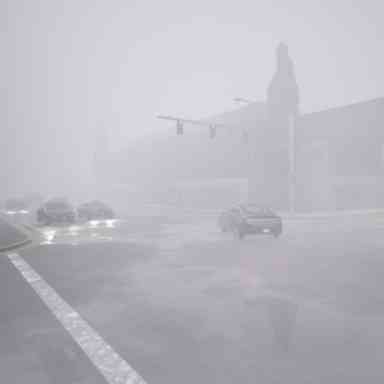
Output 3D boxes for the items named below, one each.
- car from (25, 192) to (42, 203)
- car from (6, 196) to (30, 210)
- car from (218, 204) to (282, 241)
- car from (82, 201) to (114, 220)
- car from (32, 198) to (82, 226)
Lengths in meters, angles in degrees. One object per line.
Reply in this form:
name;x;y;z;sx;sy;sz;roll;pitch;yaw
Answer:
car;-25.469;1.064;53.323;2.150;2.045;5.566;-1;0;-34
car;-22.170;1.513;41.974;1.895;1.301;4.718;-1;1;-34
car;2.596;1.331;15.880;2.128;1.511;4.902;0;0;-10
car;-7.866;1.434;26.940;1.994;1.385;4.181;-1;1;-34
car;-9.475;1.425;23.092;1.837;1.490;4.892;-1;1;-34
